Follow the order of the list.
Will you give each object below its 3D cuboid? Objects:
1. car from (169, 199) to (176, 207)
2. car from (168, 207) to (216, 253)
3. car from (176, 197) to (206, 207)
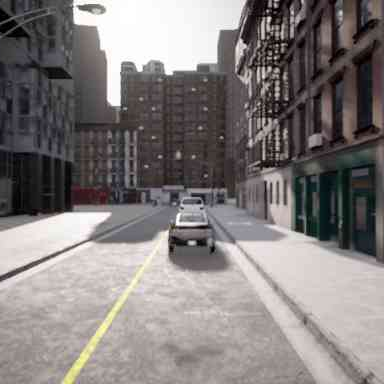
[{"bbox_3d":[-3.000,1.973,59.428,2.128,1.511,4.902,0,-1,0],"label":"car"},{"bbox_3d":[0.006,1.623,14.282,2.128,1.511,4.902,0,0,0],"label":"car"},{"bbox_3d":[0.003,1.470,29.009,2.150,2.045,5.566,0,0,0],"label":"car"}]
